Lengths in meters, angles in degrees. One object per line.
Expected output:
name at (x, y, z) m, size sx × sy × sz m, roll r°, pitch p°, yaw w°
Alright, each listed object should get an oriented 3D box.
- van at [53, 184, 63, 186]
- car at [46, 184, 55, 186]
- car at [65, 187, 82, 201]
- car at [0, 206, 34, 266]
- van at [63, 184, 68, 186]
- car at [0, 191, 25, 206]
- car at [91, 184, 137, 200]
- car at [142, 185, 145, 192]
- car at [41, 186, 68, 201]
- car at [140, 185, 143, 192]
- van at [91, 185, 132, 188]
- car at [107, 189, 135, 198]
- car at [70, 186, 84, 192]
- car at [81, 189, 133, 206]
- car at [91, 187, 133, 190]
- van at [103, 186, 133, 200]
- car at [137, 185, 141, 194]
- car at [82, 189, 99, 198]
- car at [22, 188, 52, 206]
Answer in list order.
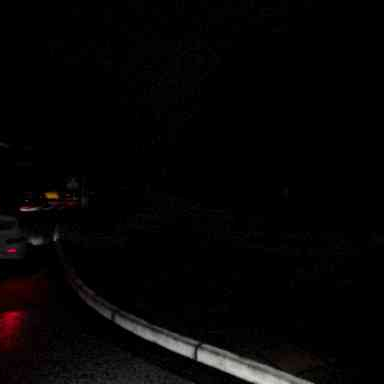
van at (-30.127, -0.752, 71.572) m, size 1.878 × 1.987 × 4.442 m, roll 1°, pitch 1°, yaw -2°
car at (-29.811, -0.338, 66.130) m, size 2.163 × 1.488 × 4.792 m, roll 1°, pitch 2°, yaw -3°
car at (-15.601, 0.480, 45.752) m, size 1.837 × 1.490 × 4.892 m, roll 1°, pitch 1°, yaw -8°
car at (-6.105, 1.381, 10.474) m, size 1.812 × 1.442 × 4.674 m, roll 1°, pitch 1°, yaw -25°
van at (-30.353, -0.896, 77.104) m, size 1.878 × 1.987 × 4.442 m, roll 1°, pitch 1°, yaw -1°
car at (-14.700, 0.913, 25.738) m, size 1.837 × 1.490 × 4.892 m, roll 1°, pitch 1°, yaw -14°
car at (-10.598, 0.331, 44.983) m, size 5.566 × 2.045 × 2.435 m, roll 1°, pitch 1°, yaw -9°
car at (-13.864, -0.616, 77.548) m, size 5.566 × 2.045 × 2.435 m, roll 1°, pitch 1°, yaw -1°
car at (-18.581, 0.395, 45.445) m, size 1.882 × 1.535 × 5.008 m, roll 1°, pitch 1°, yaw -8°
car at (-13.623, -0.184, 72.097) m, size 4.792 × 1.488 × 2.163 m, roll 1°, pitch 2°, yaw -3°
van at (-10.299, 0.422, 42.252) m, size 4.442 × 1.987 × 1.878 m, roll 1°, pitch 1°, yaw -9°
car at (-12.444, 0.246, 58.374) m, size 4.674 × 1.452 × 2.002 m, roll 1°, pitch 2°, yaw -6°
car at (-30.452, -0.847, 88.321) m, size 2.002 × 1.452 × 4.674 m, roll 1°, pitch 1°, yaw 1°
car at (-9.316, 0.788, 36.835) m, size 4.892 × 1.521 × 2.231 m, roll 1°, pitch 1°, yaw -9°
car at (-9.716, 0.594, 39.557) m, size 4.553 × 1.767 × 2.185 m, roll 1°, pitch 1°, yaw -9°
van at (-11.674, 0.139, 52.962) m, size 4.442 × 1.987 × 1.878 m, roll 1°, pitch 1°, yaw -7°
car at (-13.220, -0.039, 66.524) m, size 4.892 × 1.521 × 2.231 m, roll 1°, pitch 2°, yaw -4°
car at (-17.005, 0.255, 56.021) m, size 1.994 × 1.385 × 4.181 m, roll 1°, pitch 1°, yaw -6°
car at (-16.899, 0.646, 35.606) m, size 1.882 × 1.535 × 5.008 m, roll 1°, pitch 1°, yaw -9°
